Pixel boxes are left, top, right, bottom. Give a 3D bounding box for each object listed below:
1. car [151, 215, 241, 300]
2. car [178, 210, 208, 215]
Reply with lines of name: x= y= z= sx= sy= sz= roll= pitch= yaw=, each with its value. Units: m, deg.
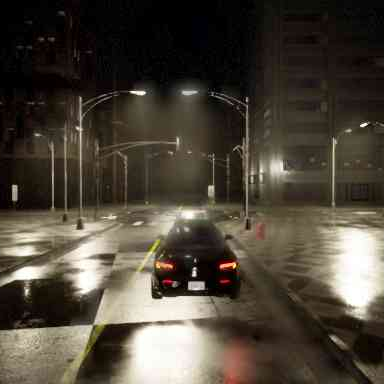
car: x=0.077 y=1.523 z=8.282 sx=1.812 sy=1.442 sz=4.674 roll=0 pitch=0 yaw=0
car: x=0.058 y=1.592 z=17.307 sx=1.895 sy=1.301 sz=4.718 roll=0 pitch=0 yaw=0
